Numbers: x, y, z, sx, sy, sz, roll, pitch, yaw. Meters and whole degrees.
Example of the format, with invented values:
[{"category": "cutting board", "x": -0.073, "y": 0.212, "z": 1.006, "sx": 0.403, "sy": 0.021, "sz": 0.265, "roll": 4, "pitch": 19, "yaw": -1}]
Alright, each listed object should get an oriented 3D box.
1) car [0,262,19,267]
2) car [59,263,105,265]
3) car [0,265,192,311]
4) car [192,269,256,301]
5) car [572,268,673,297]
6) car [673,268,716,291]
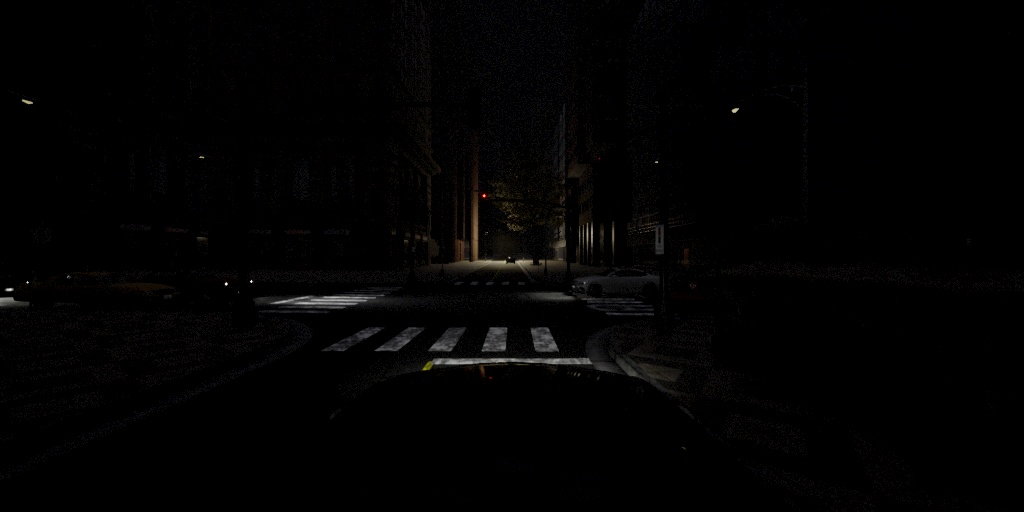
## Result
[{"category": "car", "x": -24.771, "y": 1.066, "z": 15.770, "sx": 5.357, "sy": 1.411, "sz": 2.033, "roll": 1, "pitch": 0, "yaw": -1}, {"category": "car", "x": -26.375, "y": 1.065, "z": 21.643, "sx": 4.313, "sy": 1.339, "sz": 1.948, "roll": 0, "pitch": 0, "yaw": 0}, {"category": "car", "x": -14.975, "y": 1.146, "z": 13.089, "sx": 4.829, "sy": 1.417, "sz": 1.751, "roll": 0, "pitch": 0, "yaw": 0}, {"category": "car", "x": -14.114, "y": 1.232, "z": 15.748, "sx": 4.718, "sy": 1.301, "sz": 1.895, "roll": 1, "pitch": 0, "yaw": 0}, {"category": "car", "x": 5.445, "y": 1.309, "z": 18.455, "sx": 4.674, "sy": 1.442, "sz": 1.812, "roll": 1, "pitch": 0, "yaw": -7}, {"category": "car", "x": 11.860, "y": 1.381, "z": 21.550, "sx": 4.403, "sy": 1.370, "sz": 2.007, "roll": 0, "pitch": 0, "yaw": 0}]
